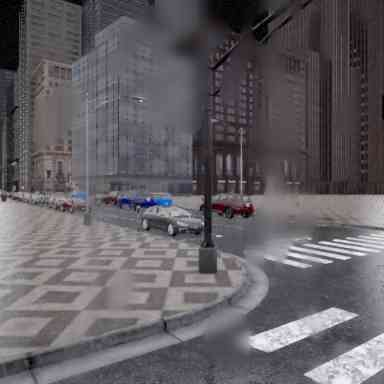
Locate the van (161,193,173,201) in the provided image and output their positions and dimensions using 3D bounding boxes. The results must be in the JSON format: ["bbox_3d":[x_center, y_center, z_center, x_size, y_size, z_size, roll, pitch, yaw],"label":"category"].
[{"bbox_3d":[-3.640,0.930,35.214,1.690,1.788,3.998,1,0,-35],"label":"van"}]

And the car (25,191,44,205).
[{"bbox_3d":[-20.097,0.939,43.609,2.008,1.369,4.403,1,0,-35],"label":"car"}]

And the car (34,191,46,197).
[{"bbox_3d":[-38.507,0.494,84.115,1.887,1.381,4.507,0,0,-35],"label":"car"}]

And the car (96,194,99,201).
[{"bbox_3d":[-13.152,0.934,48.552,2.008,1.369,4.403,1,0,-35],"label":"car"}]

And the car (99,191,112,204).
[{"bbox_3d":[-9.978,0.765,44.105,2.192,1.841,5.009,1,0,-35],"label":"car"}]

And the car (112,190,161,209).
[{"bbox_3d":[-5.695,0.813,33.650,2.150,2.045,5.566,0,1,-35],"label":"car"}]

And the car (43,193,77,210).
[{"bbox_3d":[-13.759,1.074,34.718,2.008,1.369,4.403,1,0,-35],"label":"car"}]

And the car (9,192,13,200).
[{"bbox_3d":[-29.605,0.747,56.944,1.887,1.381,4.507,1,0,-35],"label":"car"}]

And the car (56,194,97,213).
[{"bbox_3d":[-10.590,1.139,30.273,1.887,1.381,4.507,1,0,-35],"label":"car"}]

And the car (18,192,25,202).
[{"bbox_3d":[-23.267,0.874,48.054,2.008,1.369,4.403,1,0,-35],"label":"car"}]

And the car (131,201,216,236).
[{"bbox_3d":[-1.083,1.366,16.938,2.008,1.369,4.403,1,0,-35],"label":"car"}]

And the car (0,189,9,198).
[{"bbox_3d":[-39.113,0.611,70.278,1.947,1.339,4.313,1,0,-35],"label":"car"}]

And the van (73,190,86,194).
[{"bbox_3d":[-19.488,0.597,57.442,1.690,1.788,3.998,1,0,-35],"label":"van"}]

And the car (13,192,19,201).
[{"bbox_3d":[-26.434,0.702,52.499,1.967,1.590,4.097,1,0,-35],"label":"car"}]

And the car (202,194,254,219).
[{"bbox_3d":[2.700,1.049,26.323,2.192,1.841,5.009,1,0,-35],"label":"car"}]
